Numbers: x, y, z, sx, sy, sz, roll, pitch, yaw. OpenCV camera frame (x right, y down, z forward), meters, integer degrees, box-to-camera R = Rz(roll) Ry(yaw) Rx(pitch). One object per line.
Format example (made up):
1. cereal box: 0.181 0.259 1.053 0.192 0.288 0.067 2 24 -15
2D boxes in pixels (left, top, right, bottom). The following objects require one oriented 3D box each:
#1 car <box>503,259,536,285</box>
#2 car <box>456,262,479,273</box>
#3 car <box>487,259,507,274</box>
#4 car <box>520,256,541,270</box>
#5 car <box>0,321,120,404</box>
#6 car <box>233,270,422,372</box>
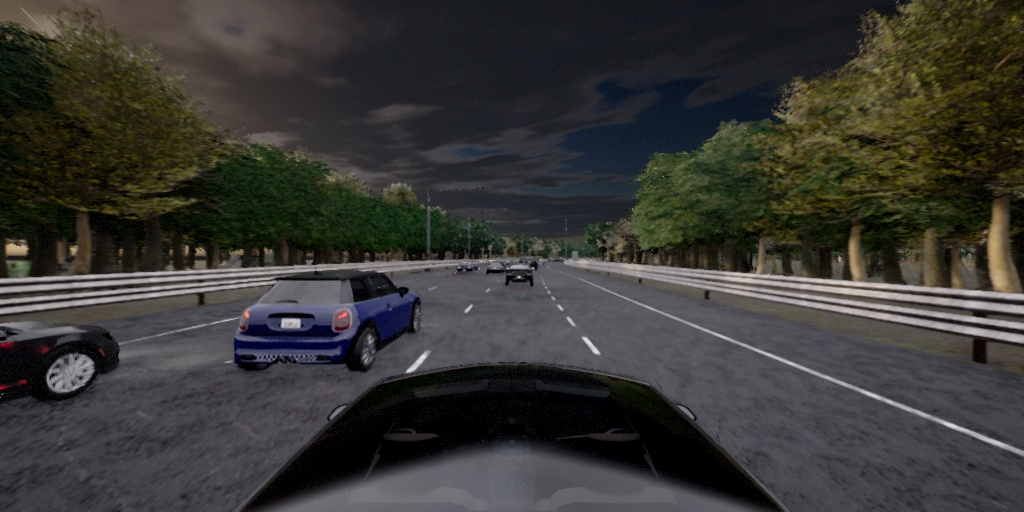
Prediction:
1. car: 0.607 1.244 26.216 1.882 1.535 5.008 0 0 3
2. car: -5.276 1.354 43.409 1.895 1.301 4.718 0 0 5
3. car: -1.777 1.334 42.774 1.994 1.385 4.181 0 0 5
4. car: 2.828 1.036 54.170 2.150 2.045 5.566 0 0 6
5. car: -6.981 1.223 3.476 1.837 1.490 4.892 0 0 0
6. car: -3.468 1.087 7.790 2.097 1.767 4.553 0 0 1
